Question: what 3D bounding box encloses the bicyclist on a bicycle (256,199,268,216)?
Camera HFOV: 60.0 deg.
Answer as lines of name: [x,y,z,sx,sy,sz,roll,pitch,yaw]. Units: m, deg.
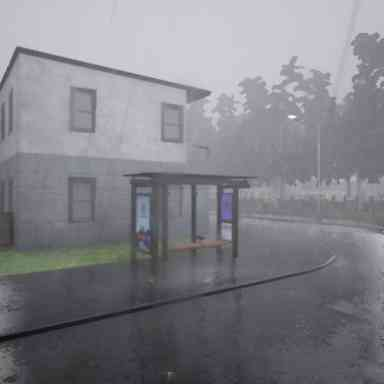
bicyclist on a bicycle: [6.823,1.498,32.193,1.656,1.620,0.582,0,0,-35]
